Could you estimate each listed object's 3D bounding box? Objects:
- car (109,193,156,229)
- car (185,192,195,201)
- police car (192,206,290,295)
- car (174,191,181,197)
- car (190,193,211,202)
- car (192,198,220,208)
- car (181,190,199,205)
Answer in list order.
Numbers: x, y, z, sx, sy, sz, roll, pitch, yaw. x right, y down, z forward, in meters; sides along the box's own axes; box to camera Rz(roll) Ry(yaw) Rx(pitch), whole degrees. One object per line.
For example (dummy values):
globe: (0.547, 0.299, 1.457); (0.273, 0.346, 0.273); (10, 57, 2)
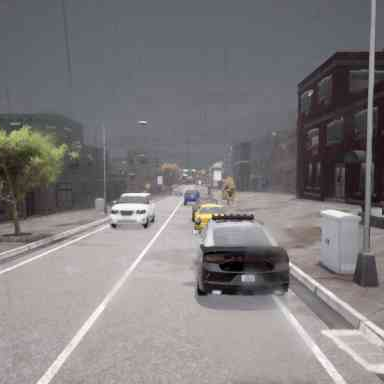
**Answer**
car: (-3.594, 1.089, 21.035); (2.150, 2.045, 5.566); (0, 1, 0)
car: (-0.327, 0.812, 59.355); (1.812, 1.442, 4.674); (0, 1, 0)
police car: (1.052, 1.397, 8.791); (1.930, 1.638, 5.238); (0, 0, 0)
car: (-3.424, 0.441, 86.348); (1.837, 1.490, 4.892); (0, 1, 0)
car: (1.056, 1.172, 24.658); (2.097, 1.767, 4.553); (0, 1, 0)
car: (1.055, 1.347, 18.875); (1.801, 1.575, 5.366); (0, 1, 0)
car: (0.028, 0.712, 45.854); (2.150, 2.045, 5.566); (0, 1, 0)
